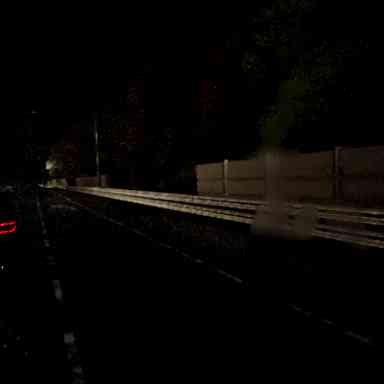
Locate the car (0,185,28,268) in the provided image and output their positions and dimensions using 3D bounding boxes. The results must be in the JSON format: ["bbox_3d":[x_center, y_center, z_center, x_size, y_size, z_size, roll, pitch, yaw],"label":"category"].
[{"bbox_3d":[-6.150,0.987,9.753,2.150,2.045,5.566,-3,3,-25],"label":"car"}]

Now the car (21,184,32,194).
[{"bbox_3d":[-34.342,-0.279,68.748,2.033,1.411,5.357,-3,3,-25],"label":"car"}]
